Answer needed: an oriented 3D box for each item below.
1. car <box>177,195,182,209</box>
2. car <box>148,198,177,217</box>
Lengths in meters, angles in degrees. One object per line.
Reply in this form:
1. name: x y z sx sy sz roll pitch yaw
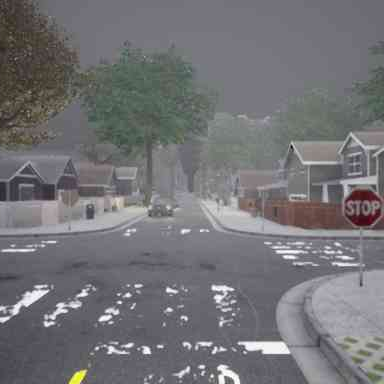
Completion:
1. car: -2.787 1.527 45.164 1.994 1.385 4.181 0 0 0
2. car: -2.774 1.322 30.336 2.097 1.767 4.553 0 0 0
